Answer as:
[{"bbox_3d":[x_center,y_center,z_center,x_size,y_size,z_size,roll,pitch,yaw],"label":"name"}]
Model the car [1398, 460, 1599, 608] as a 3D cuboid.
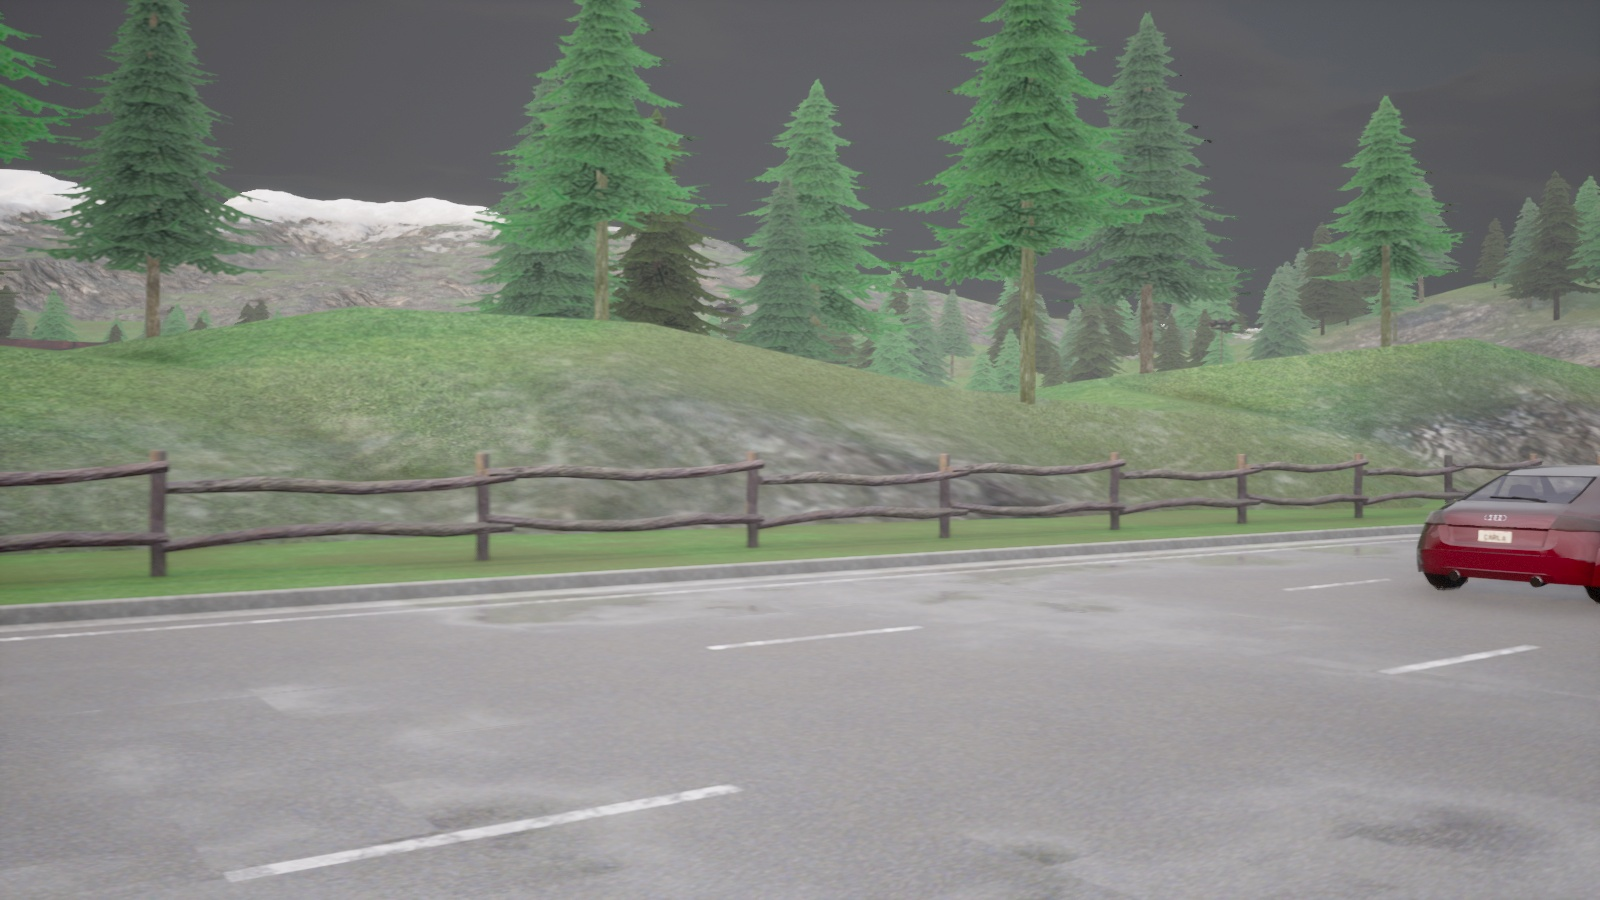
[{"bbox_3d":[8.803,0.825,14.051,4.181,1.385,1.994,0,0,-35],"label":"car"}]
